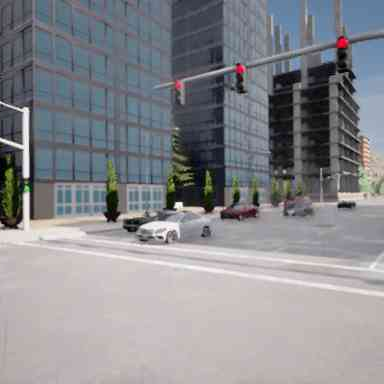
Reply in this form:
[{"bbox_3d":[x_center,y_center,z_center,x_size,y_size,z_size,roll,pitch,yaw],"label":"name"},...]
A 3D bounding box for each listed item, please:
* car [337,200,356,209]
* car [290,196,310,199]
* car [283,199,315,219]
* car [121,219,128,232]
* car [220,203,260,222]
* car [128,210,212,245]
[{"bbox_3d":[22.891,1.863,49.232,1.895,1.301,4.718,-1,-1,36],"label":"car"},{"bbox_3d":[13.599,1.509,42.479,2.150,2.045,5.566,-1,-1,36],"label":"car"},{"bbox_3d":[10.295,1.697,31.938,2.128,1.511,4.902,-1,-1,36],"label":"car"},{"bbox_3d":[-2.106,1.814,20.730,1.895,1.301,4.718,-1,-1,36],"label":"car"},{"bbox_3d":[4.291,1.716,29.429,1.882,1.535,5.008,-1,-1,36],"label":"car"},{"bbox_3d":[-0.722,1.680,16.643,1.812,1.442,4.674,-1,-1,36],"label":"car"}]
